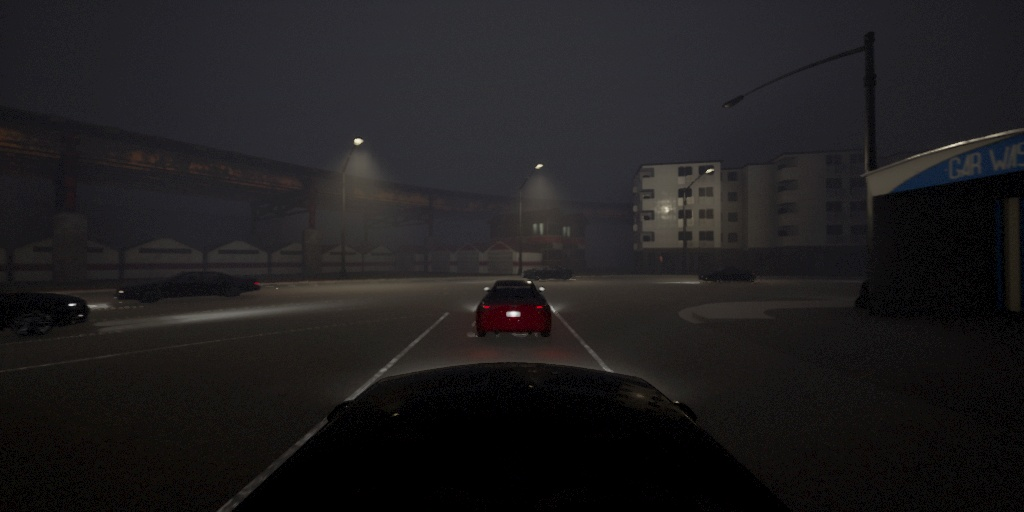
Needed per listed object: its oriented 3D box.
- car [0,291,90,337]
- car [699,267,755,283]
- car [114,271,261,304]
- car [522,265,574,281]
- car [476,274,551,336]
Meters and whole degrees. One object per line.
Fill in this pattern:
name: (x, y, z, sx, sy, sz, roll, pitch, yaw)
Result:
car: (-13.806, 1.319, 8.501, 2.128, 1.511, 4.902, -1, -1, 37)
car: (18.602, 1.622, 31.153, 4.181, 1.385, 1.994, 0, -1, 4)
car: (-15.865, 1.477, 17.928, 2.033, 1.411, 5.357, -1, -1, 39)
car: (3.314, 1.579, 33.239, 4.902, 1.511, 2.128, 0, -1, -14)
car: (0.065, 1.412, 10.782, 1.994, 1.385, 4.181, 0, -1, 1)
